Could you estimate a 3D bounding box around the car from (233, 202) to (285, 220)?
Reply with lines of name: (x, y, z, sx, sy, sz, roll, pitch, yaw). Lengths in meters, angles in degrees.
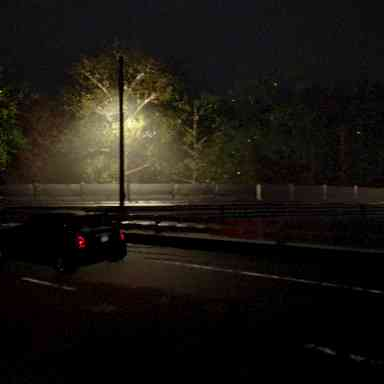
car: (5.513, 1.516, 27.222, 4.181, 1.385, 1.994, 0, 0, -14)

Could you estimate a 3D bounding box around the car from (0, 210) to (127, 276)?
car: (-4.331, 1.367, 10.567, 4.553, 1.767, 2.097, 0, 0, 30)
